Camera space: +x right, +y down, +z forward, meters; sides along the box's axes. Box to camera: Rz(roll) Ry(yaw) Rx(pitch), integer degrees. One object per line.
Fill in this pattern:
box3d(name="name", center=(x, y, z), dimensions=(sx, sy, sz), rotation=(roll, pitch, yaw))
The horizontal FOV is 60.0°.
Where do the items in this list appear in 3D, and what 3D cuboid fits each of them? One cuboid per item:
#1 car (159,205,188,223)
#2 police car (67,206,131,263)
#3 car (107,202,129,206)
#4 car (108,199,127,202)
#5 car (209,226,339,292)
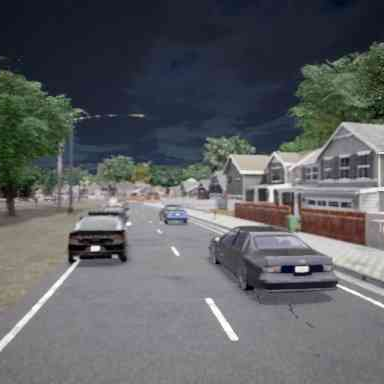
box3d(name="car", center=(-1.625, 1.801, 27.854), dimensions=(2.033, 1.411, 5.357), rotation=(1, 0, -12))
box3d(name="police car", center=(-3.376, 1.534, 12.668), dimensions=(1.930, 1.638, 5.238), rotation=(1, -1, -10))
box3d(name="car", center=(-5.207, 1.687, 22.405), dimensions=(1.837, 1.490, 4.892), rotation=(1, -1, -11))
box3d(name="car", center=(-6.483, 1.677, 28.474), dimensions=(1.801, 1.575, 5.366), rotation=(1, 0, -12))
box3d(name="car", center=(1.868, 1.665, 9.369), dimensions=(2.033, 1.411, 5.357), rotation=(1, -1, -9))
